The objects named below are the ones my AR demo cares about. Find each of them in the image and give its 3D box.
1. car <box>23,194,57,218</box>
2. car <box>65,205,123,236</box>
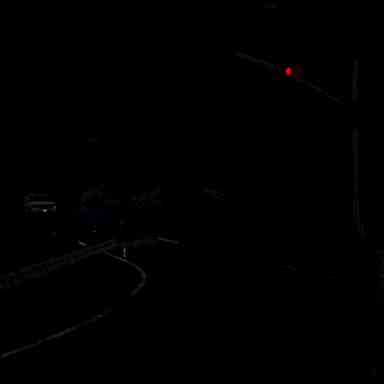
[{"bbox_3d":[-13.823,1.220,30.081,2.150,2.045,5.566,0,0,-34],"label":"car"},{"bbox_3d":[-5.455,1.476,18.234,1.882,1.535,5.008,0,0,-36],"label":"car"}]
